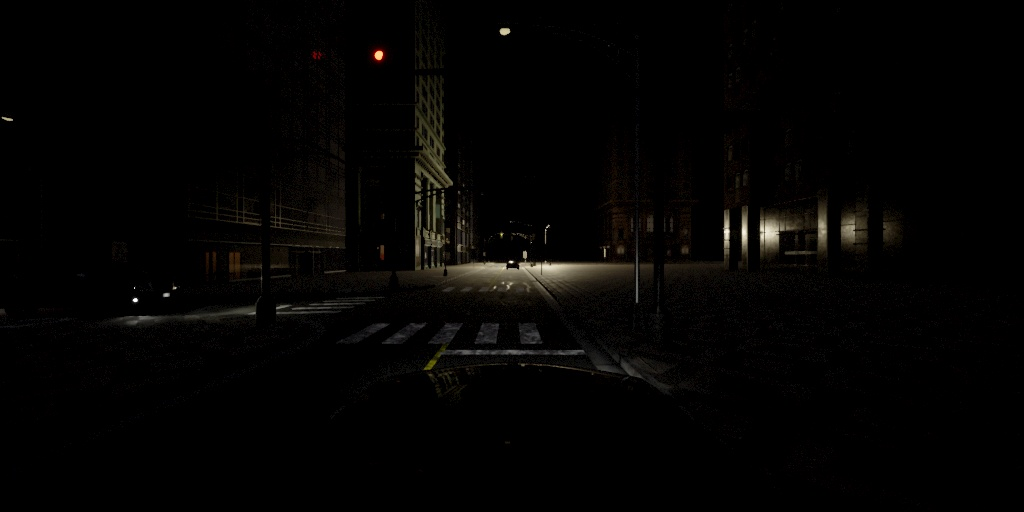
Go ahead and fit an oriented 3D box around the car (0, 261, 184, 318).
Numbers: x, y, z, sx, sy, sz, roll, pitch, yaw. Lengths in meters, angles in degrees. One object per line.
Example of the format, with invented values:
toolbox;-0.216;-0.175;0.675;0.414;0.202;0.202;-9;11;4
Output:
car;-16.103;1.192;13.818;5.566;2.045;2.150;-1;0;0

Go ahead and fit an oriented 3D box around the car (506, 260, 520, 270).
car;0.117;1.325;53.436;1.994;1.385;4.181;0;0;0
